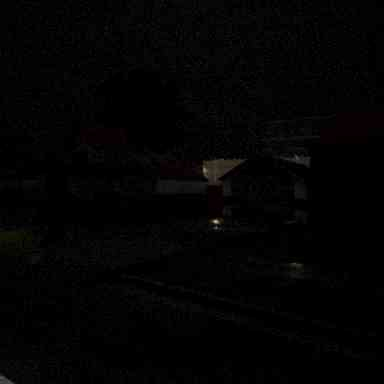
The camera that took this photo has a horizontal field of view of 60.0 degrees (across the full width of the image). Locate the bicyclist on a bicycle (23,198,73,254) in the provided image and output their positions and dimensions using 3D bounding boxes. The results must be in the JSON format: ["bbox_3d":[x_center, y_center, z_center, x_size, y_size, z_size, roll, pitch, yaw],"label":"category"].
[{"bbox_3d":[-4.323,1.002,10.105,0.582,1.620,1.656,2,1,35],"label":"bicyclist on a bicycle"}]
